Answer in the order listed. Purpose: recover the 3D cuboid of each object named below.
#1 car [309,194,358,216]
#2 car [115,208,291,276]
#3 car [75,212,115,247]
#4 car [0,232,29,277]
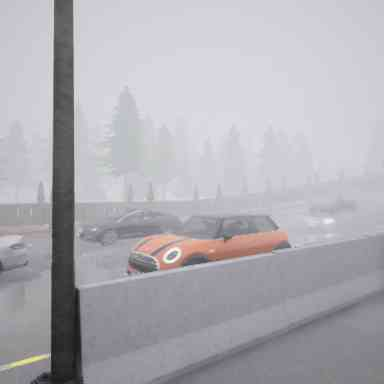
[{"bbox_3d":[10.995,0.912,25.617,4.674,1.442,1.812,-5,3,-37],"label":"car"},{"bbox_3d":[0.582,1.353,8.882,4.553,1.767,2.097,0,0,-38],"label":"car"},{"bbox_3d":[-2.740,1.494,15.161,4.902,1.511,2.128,0,0,-38],"label":"car"},{"bbox_3d":[-6.470,1.527,7.867,4.674,1.442,1.812,0,0,-38],"label":"car"}]
